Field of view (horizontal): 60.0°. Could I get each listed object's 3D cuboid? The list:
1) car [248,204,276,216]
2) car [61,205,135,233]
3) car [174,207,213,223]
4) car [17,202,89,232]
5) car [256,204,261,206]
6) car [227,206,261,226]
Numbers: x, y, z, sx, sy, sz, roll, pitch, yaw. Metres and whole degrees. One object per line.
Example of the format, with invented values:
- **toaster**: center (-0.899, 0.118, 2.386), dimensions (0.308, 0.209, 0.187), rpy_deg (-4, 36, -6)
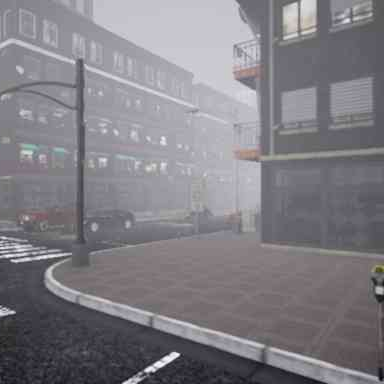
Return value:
- **car**: center (9.401, 2.315, 44.348), dimensions (1.837, 1.490, 4.892), rpy_deg (0, -2, 35)
- **car**: center (-5.980, 1.826, 22.474), dimensions (1.837, 1.490, 4.892), rpy_deg (0, -1, 35)
- **car**: center (0.220, 2.042, 31.304), dimensions (1.812, 1.442, 4.674), rpy_deg (0, -1, 35)
- **car**: center (-9.067, 1.617, 22.609), dimensions (2.192, 1.841, 5.009), rpy_deg (-2, -2, 35)
- **car**: center (7.592, 2.128, 31.825), dimensions (2.008, 1.369, 4.403), rpy_deg (-2, -2, 35)
- **car**: center (4.329, 2.055, 27.169), dimensions (1.802, 1.307, 4.206), rpy_deg (-2, -2, 35)
